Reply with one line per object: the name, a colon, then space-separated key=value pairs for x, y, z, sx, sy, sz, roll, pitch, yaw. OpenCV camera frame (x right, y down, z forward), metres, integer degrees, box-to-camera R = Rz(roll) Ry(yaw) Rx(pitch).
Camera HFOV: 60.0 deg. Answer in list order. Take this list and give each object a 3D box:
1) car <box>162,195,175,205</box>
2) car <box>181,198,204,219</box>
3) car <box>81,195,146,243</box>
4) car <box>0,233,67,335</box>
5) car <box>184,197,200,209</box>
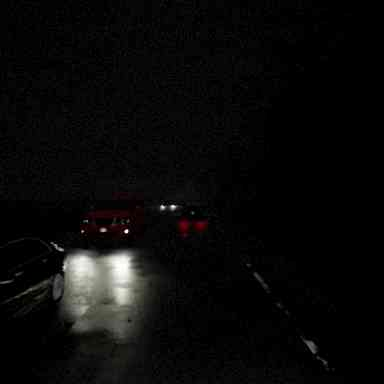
car: x=-3.602 y=1.248 z=51.684 sx=1.882 sy=1.535 sz=5.008 roll=0 pitch=0 yaw=0
car: x=0.058 y=1.453 z=28.155 sx=1.812 sy=1.442 sz=4.674 roll=0 pitch=0 yaw=0
car: x=-3.608 y=1.196 z=16.364 sx=2.150 sy=2.045 sz=5.566 roll=0 pitch=0 yaw=0
car: x=-3.604 y=1.504 z=5.318 sx=1.837 sy=1.490 sz=4.892 roll=0 pitch=0 yaw=0
car: x=0.003 y=1.430 z=43.835 sx=1.895 sy=1.301 sz=4.718 roll=0 pitch=0 yaw=0
